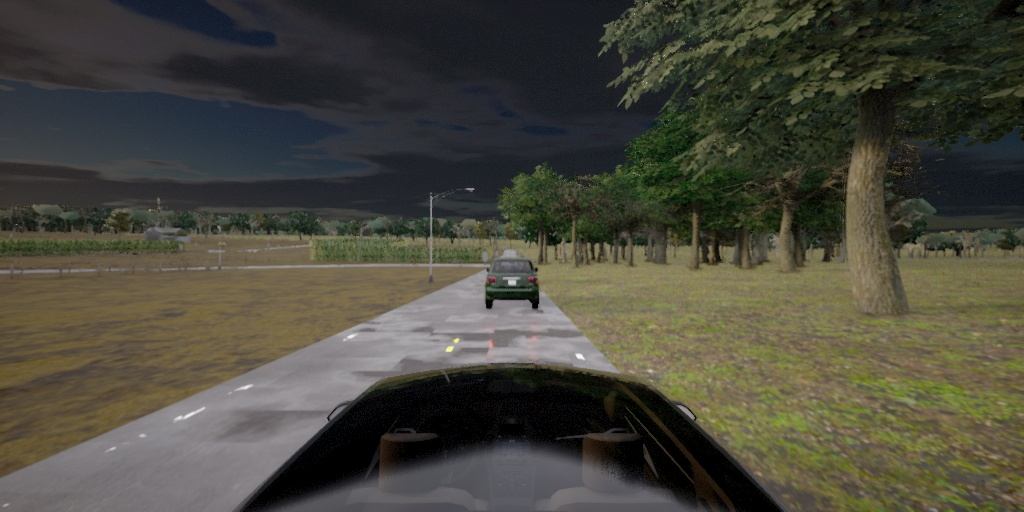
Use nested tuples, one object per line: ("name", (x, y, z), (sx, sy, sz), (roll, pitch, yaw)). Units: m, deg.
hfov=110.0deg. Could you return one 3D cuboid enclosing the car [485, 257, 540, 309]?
("car", (0.009, 1.086, 15.865), (2.150, 2.045, 5.566), (0, 0, 0))
